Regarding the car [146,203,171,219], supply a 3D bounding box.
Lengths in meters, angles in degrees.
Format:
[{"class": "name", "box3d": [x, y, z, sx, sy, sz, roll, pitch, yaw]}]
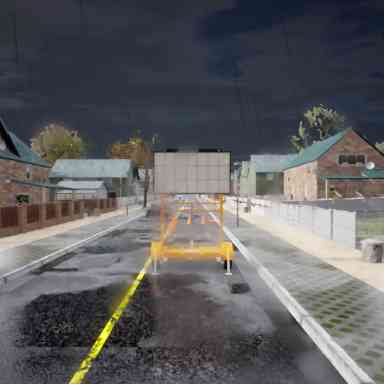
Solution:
[{"class": "car", "box3d": [-2.853, 1.606, 28.886, 1.895, 1.301, 4.718, 0, 0, 0]}]

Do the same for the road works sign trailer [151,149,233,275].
[{"class": "road works sign trailer", "box3d": [-0.001, 0.467, 10.427, 2.380, 3.560, 2.880, 0, 0, 0]}]

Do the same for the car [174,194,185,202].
[{"class": "car", "box3d": [-2.757, 1.212, 76.117, 2.150, 2.045, 5.566, 0, 0, 0]}]
